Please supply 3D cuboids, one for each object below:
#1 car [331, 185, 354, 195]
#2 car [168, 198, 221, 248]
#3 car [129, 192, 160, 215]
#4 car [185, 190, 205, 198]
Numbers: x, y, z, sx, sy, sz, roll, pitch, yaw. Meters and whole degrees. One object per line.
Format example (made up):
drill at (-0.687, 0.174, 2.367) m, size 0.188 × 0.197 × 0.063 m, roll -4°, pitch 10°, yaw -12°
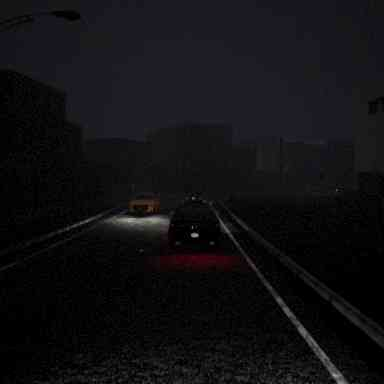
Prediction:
car at (27.167, -0.407, 58.801) m, size 4.553 × 1.767 × 2.097 m, roll 1°, pitch 3°, yaw 0°
car at (0.097, 1.242, 13.745) m, size 1.882 × 1.535 × 5.008 m, roll 0°, pitch 2°, yaw 0°
car at (-3.550, 0.776, 25.483) m, size 1.882 × 1.535 × 5.008 m, roll 0°, pitch 3°, yaw 1°
car at (0.273, 0.521, 32.592) m, size 2.033 × 1.411 × 5.357 m, roll 0°, pitch 3°, yaw 3°
